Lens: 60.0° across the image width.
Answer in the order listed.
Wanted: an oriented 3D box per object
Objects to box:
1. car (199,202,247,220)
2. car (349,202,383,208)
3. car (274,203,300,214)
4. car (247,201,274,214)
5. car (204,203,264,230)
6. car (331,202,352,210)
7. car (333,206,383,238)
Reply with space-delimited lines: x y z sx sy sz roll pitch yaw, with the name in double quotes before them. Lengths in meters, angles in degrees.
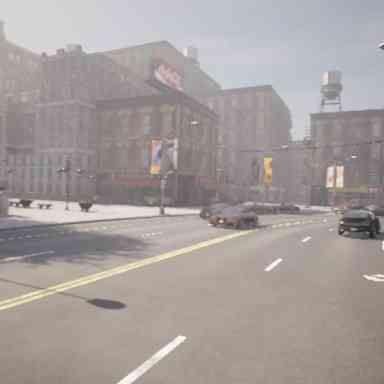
"car" 2.415 1.622 27.514 1.994 1.385 4.181 2 0 38
"car" 21.786 2.318 39.858 5.357 1.411 2.033 2 0 -28
"car" 10.986 1.959 40.861 4.718 1.301 1.895 2 0 -34
"car" 6.689 1.728 37.077 4.674 1.452 2.002 2 0 -44
"car" 2.882 1.646 22.073 1.994 1.385 4.181 2 0 33
"car" 20.445 2.066 43.106 4.553 1.767 2.097 2 0 -28
"car" 10.342 1.868 20.422 1.837 1.490 4.892 2 0 35
